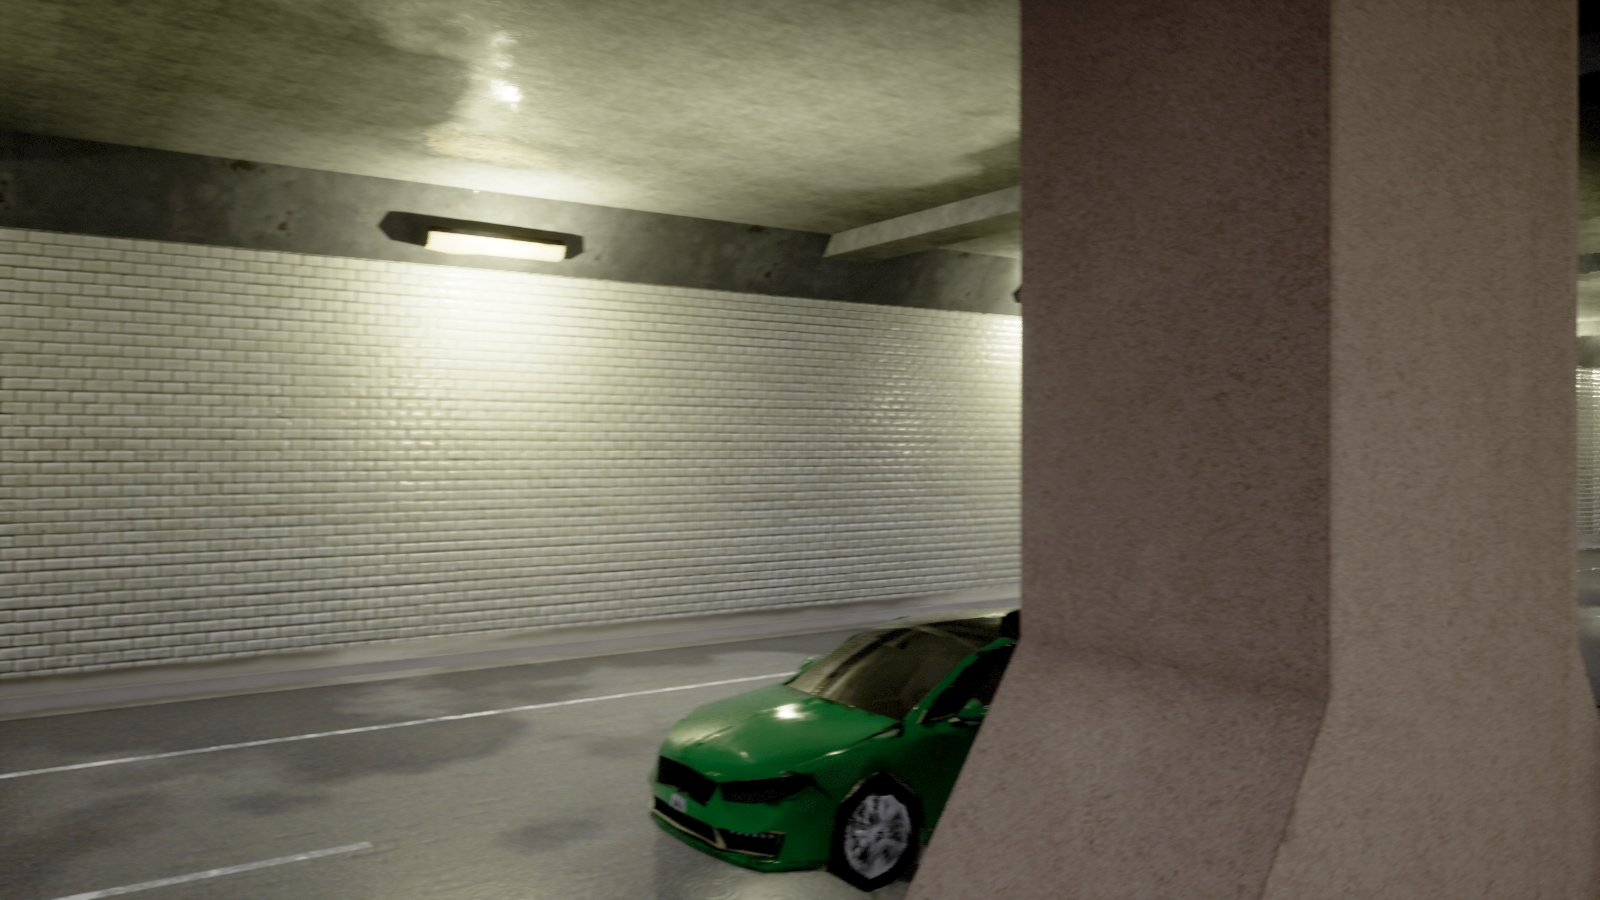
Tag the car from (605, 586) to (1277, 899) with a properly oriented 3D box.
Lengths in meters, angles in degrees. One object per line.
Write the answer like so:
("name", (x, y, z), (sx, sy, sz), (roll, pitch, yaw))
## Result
("car", (1.220, 2.060, 8.838), (4.892, 1.480, 2.231), (0, 0, -34))
